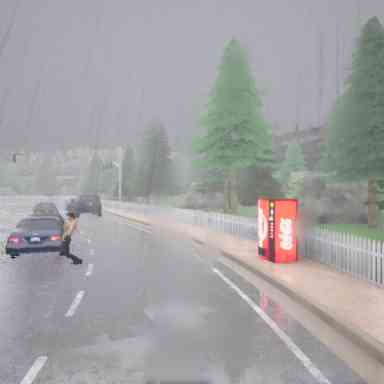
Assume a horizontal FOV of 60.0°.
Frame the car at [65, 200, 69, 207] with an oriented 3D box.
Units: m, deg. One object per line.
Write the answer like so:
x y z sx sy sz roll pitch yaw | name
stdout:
-14.182 1.505 40.308 1.837 1.490 4.892 0 0 -25 | car

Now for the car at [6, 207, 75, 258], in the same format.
-5.788 1.547 12.926 2.033 1.411 5.357 0 0 -19 | car

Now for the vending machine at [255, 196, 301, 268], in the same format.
2.660 1.195 10.386 1.100 2.100 0.880 0 0 -13 | vending machine

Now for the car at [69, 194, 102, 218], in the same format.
-9.848 1.221 30.996 2.150 2.045 5.566 0 0 -25 | car

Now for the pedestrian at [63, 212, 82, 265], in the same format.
-3.643 1.294 10.173 0.375 1.860 0.375 0 0 -15 | pedestrian

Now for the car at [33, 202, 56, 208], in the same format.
-11.836 1.547 26.888 2.033 1.411 5.357 0 0 -25 | car
